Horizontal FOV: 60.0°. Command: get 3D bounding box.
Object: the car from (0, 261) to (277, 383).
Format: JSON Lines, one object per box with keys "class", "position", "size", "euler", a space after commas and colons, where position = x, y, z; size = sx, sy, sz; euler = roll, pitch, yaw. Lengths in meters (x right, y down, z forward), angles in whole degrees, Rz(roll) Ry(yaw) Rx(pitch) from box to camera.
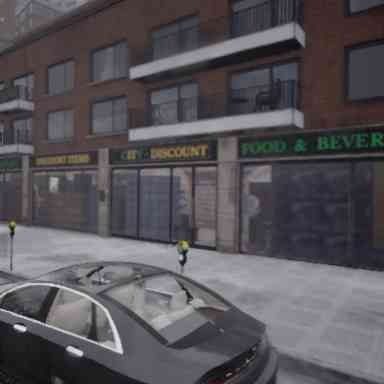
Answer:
{"class": "car", "position": [-1.232, 1.529, 3.950], "size": [4.403, 1.369, 2.008], "euler": [0, 1, 36]}
